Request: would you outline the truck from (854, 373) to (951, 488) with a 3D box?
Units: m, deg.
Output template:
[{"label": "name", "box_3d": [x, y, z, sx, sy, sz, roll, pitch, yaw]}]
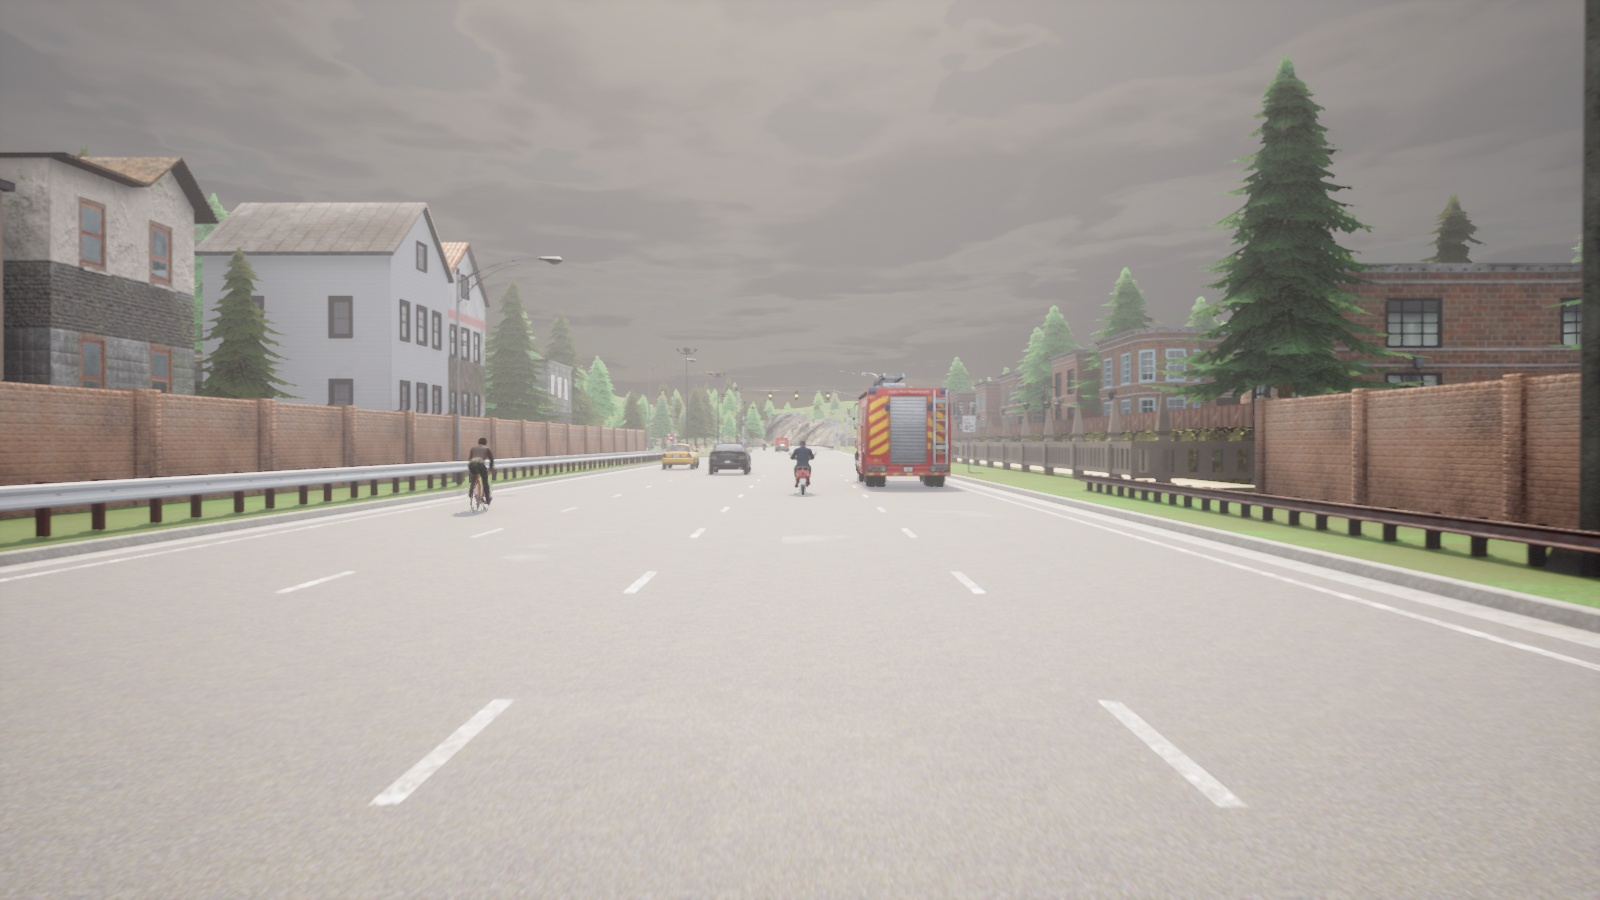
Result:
[{"label": "truck", "box_3d": [3.613, -0.676, 46.151, 2.891, 3.827, 8.468, 0, 0, 0]}]

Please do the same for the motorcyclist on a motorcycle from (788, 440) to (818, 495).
[{"label": "motorcyclist on a motorcycle", "box_3d": [0.093, 0.491, 37.069, 0.866, 1.590, 1.817, 0, 0, 0]}]

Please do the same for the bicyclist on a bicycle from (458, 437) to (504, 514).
[{"label": "bicyclist on a bicycle", "box_3d": [-6.927, 0.540, 27.341, 0.582, 1.620, 1.656, 0, 0, 0]}]

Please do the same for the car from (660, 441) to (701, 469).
[{"label": "car", "box_3d": [-6.834, 0.273, 72.165, 1.801, 1.575, 5.366, 0, 0, 0]}]

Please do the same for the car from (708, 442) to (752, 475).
[{"label": "car", "box_3d": [-3.357, 0.377, 61.101, 1.882, 1.535, 5.008, 0, 0, 0]}]
